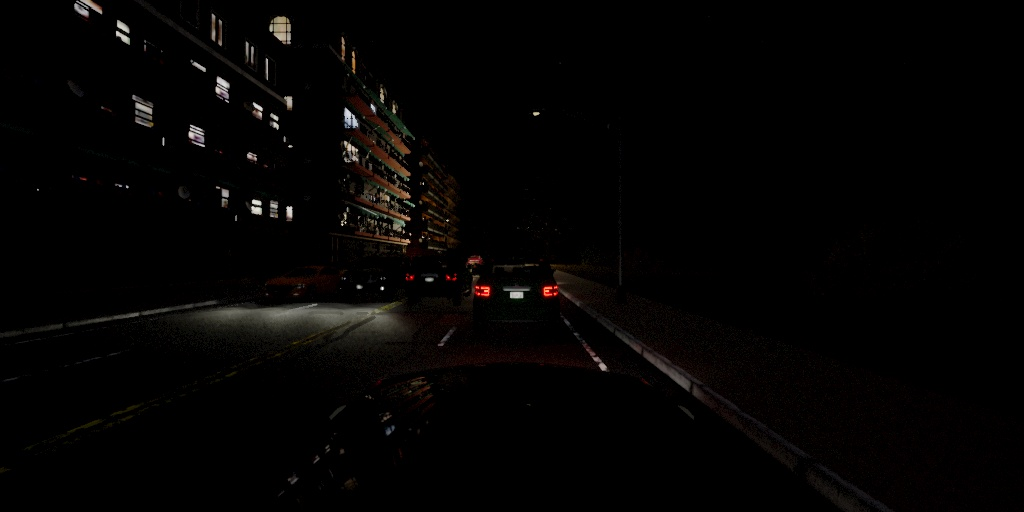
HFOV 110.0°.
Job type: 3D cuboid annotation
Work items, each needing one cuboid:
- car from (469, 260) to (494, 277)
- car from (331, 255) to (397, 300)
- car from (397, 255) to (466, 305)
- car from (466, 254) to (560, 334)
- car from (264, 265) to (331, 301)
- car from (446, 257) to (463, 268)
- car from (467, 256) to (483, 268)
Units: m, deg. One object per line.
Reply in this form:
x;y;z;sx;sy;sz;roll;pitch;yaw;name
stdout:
-3.036;1.245;36.772;2.128;1.511;4.902;0;0;0;car
-6.547;0.973;18.145;2.150;2.045;5.566;0;0;0;car
-3.104;0.974;16.176;2.150;2.045;5.566;0;0;0;car
0.123;0.973;10.751;2.150;2.045;5.566;0;0;0;car
-9.799;1.229;17.528;1.882;1.535;5.008;0;0;0;car
-9.629;1.101;60.779;2.097;1.767;4.553;0;0;0;car
-6.374;0.974;61.887;2.150;2.045;5.566;0;0;0;car
